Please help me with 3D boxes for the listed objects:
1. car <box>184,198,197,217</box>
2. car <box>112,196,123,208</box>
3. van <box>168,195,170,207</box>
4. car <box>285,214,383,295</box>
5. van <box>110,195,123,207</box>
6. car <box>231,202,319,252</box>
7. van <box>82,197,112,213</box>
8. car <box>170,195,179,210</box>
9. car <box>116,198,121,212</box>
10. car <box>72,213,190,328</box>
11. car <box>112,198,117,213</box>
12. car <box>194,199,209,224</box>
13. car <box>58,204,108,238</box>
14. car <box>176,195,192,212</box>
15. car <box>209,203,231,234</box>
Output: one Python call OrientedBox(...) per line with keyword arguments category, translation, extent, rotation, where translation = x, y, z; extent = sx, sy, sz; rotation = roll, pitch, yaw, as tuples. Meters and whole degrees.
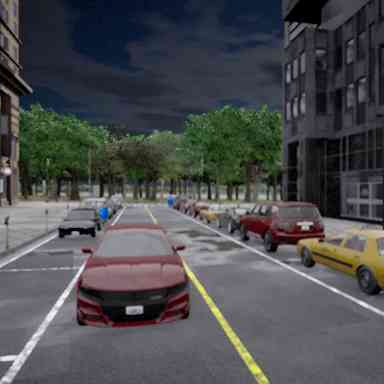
OrientedBox(category="car", translation=(0.765, 1.525, 29.854), extent=(1.887, 1.381, 4.507), rotation=(0, 0, -10))
OrientedBox(category="car", translation=(-9.431, 1.509, 38.982), extent=(1.752, 1.417, 4.829), rotation=(0, 0, -10))
OrientedBox(category="van", translation=(-1.964, 1.318, 45.937), extent=(1.690, 1.788, 3.998), rotation=(0, 0, -10))
OrientedBox(category="car", translation=(4.375, 1.516, 8.577), extent=(1.752, 1.417, 4.829), rotation=(0, 0, -10))
OrientedBox(category="van", translation=(-11.279, 1.323, 49.872), extent=(1.690, 1.788, 3.998), rotation=(0, 0, -10))
OrientedBox(category="car", translation=(3.494, 1.303, 13.771), extent=(2.192, 1.841, 5.009), rotation=(0, 0, -10))
OrientedBox(category="van", translation=(-6.731, 1.330, 23.067), extent=(1.690, 1.788, 3.998), rotation=(0, 0, -10))
OrientedBox(category="car", translation=(-1.054, 1.293, 40.576), extent=(2.192, 1.841, 5.009), rotation=(0, 0, -10))
OrientedBox(category="car", translation=(-8.549, 1.551, 33.789), extent=(1.947, 1.339, 4.313), rotation=(0, 0, -10))
OrientedBox(category="car", translation=(-1.266, 1.473, 7.382), extent=(1.882, 1.535, 5.008), rotation=(0, 0, -10))
OrientedBox(category="car", translation=(-7.612, 1.512, 28.261), extent=(1.752, 1.417, 4.829), rotation=(0, 0, -10))
OrientedBox(category="car", translation=(1.646, 1.508, 24.660), extent=(1.752, 1.417, 4.829), rotation=(0, 0, -10))
OrientedBox(category="car", translation=(-5.821, 1.557, 17.706), extent=(1.947, 1.339, 4.313), rotation=(0, 0, -10))
OrientedBox(category="car", translation=(-0.144, 1.419, 35.214), extent=(1.967, 1.590, 4.097), rotation=(0, 0, -10))
OrientedBox(category="car", translation=(2.585, 1.536, 19.132), extent=(2.008, 1.369, 4.403), rotation=(0, 0, -10))
